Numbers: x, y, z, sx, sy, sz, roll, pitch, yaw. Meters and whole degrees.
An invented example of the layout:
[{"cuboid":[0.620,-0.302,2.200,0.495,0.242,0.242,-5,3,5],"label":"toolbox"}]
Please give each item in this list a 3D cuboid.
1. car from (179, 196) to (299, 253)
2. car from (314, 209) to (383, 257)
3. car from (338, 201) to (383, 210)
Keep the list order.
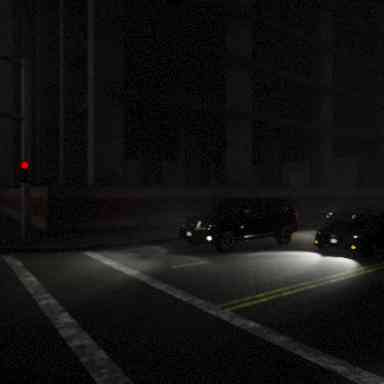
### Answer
[{"cuboid":[2.147,1.221,14.102,5.566,2.045,2.150,0,0,-35],"label":"car"},{"cuboid":[6.702,1.564,13.046,4.181,1.385,1.994,0,0,-35],"label":"car"},{"cuboid":[9.926,1.351,19.654,4.553,1.767,2.097,0,0,-35],"label":"car"}]
